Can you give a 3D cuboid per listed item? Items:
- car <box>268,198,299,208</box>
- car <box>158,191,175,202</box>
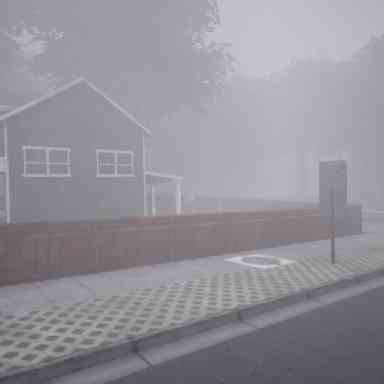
[{"bbox_3d":[8.544,1.241,29.843,1.994,1.385,4.181,-2,2,-35],"label":"car"},{"bbox_3d":[-3.299,0.667,46.353,2.128,1.511,4.902,-2,3,-35],"label":"car"}]
